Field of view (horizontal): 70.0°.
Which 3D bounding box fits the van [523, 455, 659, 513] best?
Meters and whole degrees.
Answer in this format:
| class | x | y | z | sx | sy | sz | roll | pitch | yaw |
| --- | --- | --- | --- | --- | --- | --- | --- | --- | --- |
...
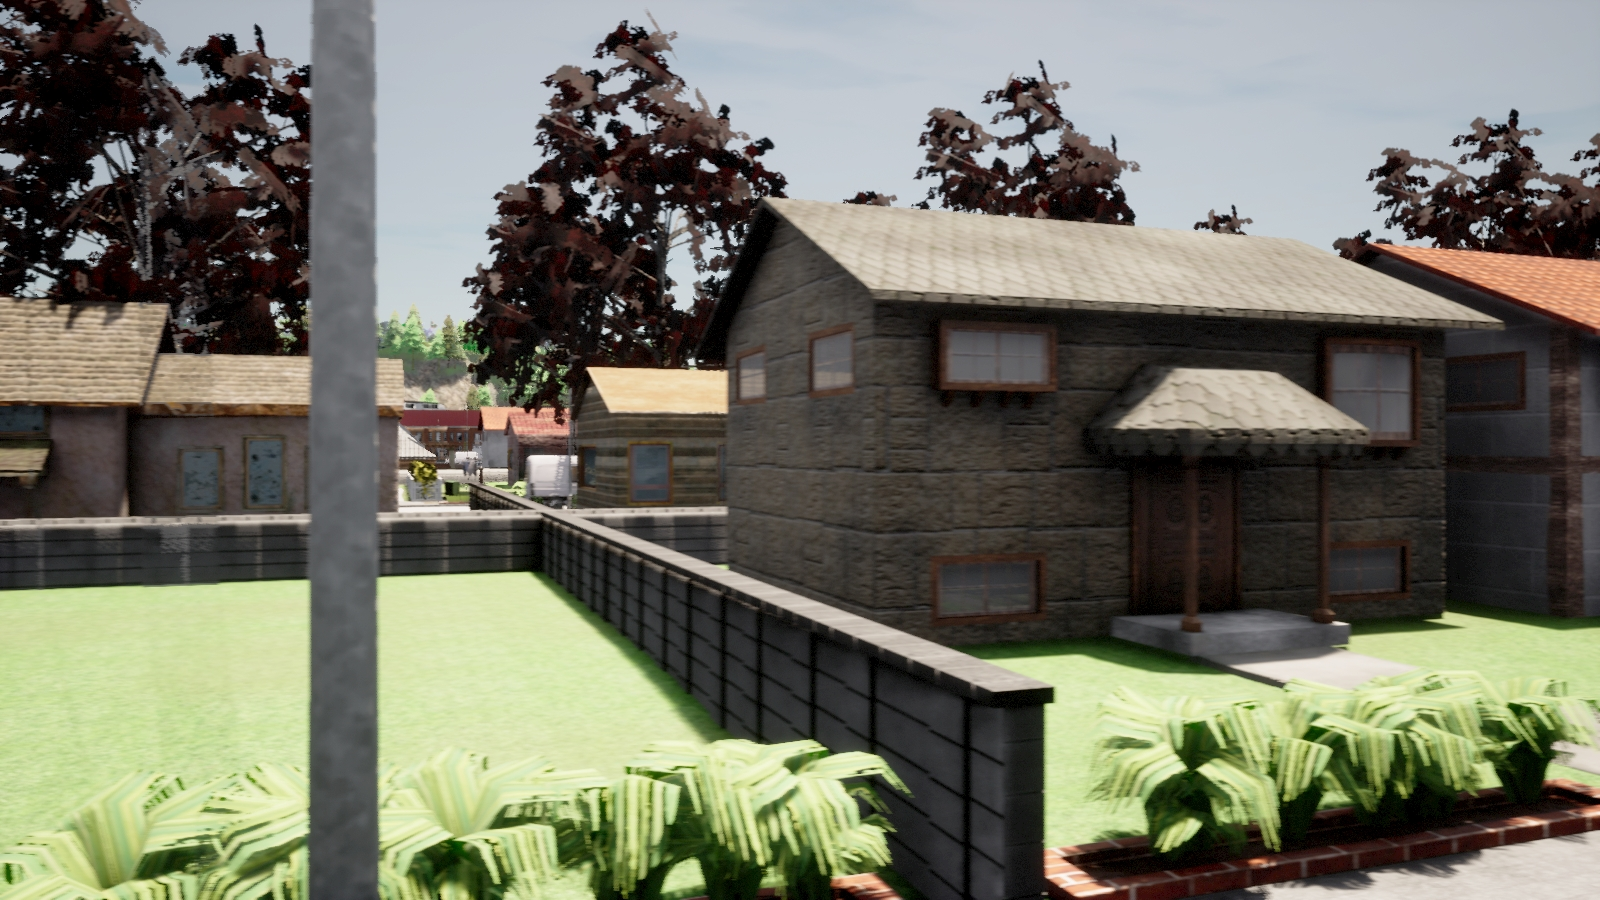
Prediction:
| class | x | y | z | sx | sy | sz | roll | pitch | yaw |
| --- | --- | --- | --- | --- | --- | --- | --- | --- | --- |
| van | -9.690 | 1.534 | 52.998 | 5.915 | 2.561 | 1.988 | 0 | 0 | -20 |
